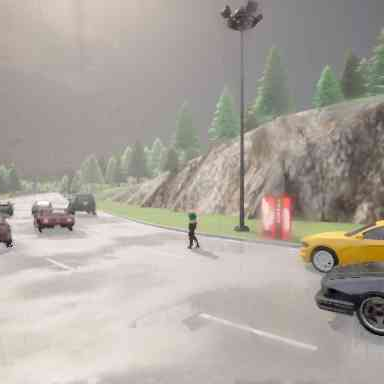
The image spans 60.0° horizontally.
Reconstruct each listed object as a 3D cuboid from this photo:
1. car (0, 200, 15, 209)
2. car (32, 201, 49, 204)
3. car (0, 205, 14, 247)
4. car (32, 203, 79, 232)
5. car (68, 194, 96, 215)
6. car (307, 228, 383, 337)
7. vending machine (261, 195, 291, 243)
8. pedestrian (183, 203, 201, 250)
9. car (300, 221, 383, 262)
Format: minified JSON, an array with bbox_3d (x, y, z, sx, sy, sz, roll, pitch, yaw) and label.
[{"bbox_3d":[-17.772,1.489,31.114,2.128,1.511,4.902,0,0,-26],"label":"car"},{"bbox_3d":[-15.294,1.560,34.056,1.994,1.385,4.181,0,0,-26],"label":"car"},{"bbox_3d":[-8.912,1.524,14.318,1.812,1.442,4.674,0,0,-34],"label":"car"},{"bbox_3d":[-8.425,1.599,20.101,1.895,1.301,4.718,0,0,-29],"label":"car"},{"bbox_3d":[-10.962,1.220,33.030,2.150,2.045,5.566,0,0,-25],"label":"car"},{"bbox_3d":[4.764,1.547,4.917,5.357,1.411,2.033,0,0,35],"label":"car"},{"bbox_3d":[3.882,1.195,15.396,1.100,2.100,0.880,0,0,-44],"label":"vending machine"},{"bbox_3d":[0.024,1.293,12.824,0.375,1.860,0.375,0,0,-43],"label":"pedestrian"},{"bbox_3d":[5.466,1.478,8.905,5.008,1.535,1.882,0,0,38],"label":"car"}]
